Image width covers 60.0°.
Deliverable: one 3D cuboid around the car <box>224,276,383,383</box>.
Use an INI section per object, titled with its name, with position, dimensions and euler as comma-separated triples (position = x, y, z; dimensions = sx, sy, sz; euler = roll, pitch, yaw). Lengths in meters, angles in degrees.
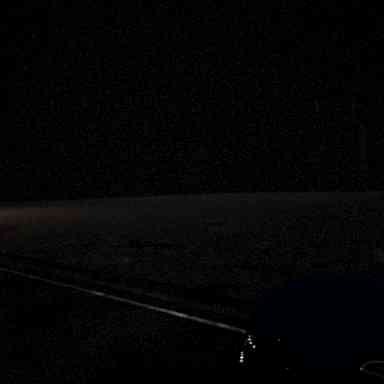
[car]
position = 2.922, 1.209, 1.904
dimensions = 5.566, 2.045, 2.150
euler = -1, 0, 36
